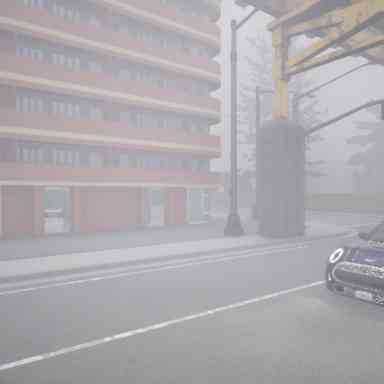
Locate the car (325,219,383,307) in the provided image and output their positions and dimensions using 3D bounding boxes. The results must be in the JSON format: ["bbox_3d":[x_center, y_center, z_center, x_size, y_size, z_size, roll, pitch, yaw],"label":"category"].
[{"bbox_3d":[5.074,1.351,7.526,4.553,1.767,2.097,0,0,-35],"label":"car"}]

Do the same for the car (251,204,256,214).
[{"bbox_3d":[7.367,1.474,29.208,1.882,1.535,5.008,0,0,-35],"label":"car"}]
